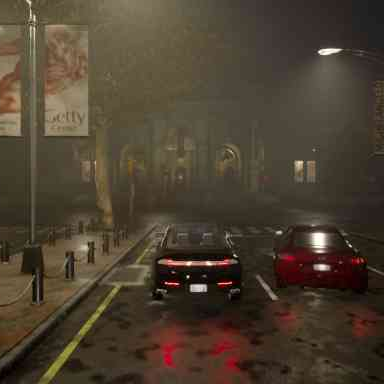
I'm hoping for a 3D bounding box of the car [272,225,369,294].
[{"bbox_3d":[3.250,1.564,8.974,1.994,1.385,4.181,0,0,14],"label":"car"}]

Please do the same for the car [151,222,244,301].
[{"bbox_3d":[0.078,1.492,8.322,2.128,1.511,4.902,0,0,-1],"label":"car"}]
